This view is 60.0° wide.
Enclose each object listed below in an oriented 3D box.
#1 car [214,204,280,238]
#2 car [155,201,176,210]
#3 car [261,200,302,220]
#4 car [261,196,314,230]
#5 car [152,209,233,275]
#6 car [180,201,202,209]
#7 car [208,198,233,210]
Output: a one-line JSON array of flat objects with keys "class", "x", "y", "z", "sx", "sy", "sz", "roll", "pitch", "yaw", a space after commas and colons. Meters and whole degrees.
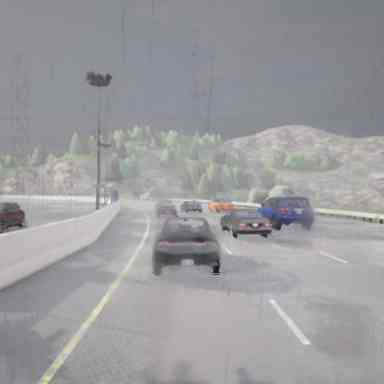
[{"class": "car", "x": 2.786, "y": 1.624, "z": 18.280, "sx": 2.033, "sy": 1.411, "sz": 5.357, "roll": 0, "pitch": 0, "yaw": -5}, {"class": "car", "x": -2.556, "y": 1.639, "z": 32.305, "sx": 1.812, "sy": 1.442, "sz": 4.674, "roll": 0, "pitch": 0, "yaw": -9}, {"class": "car", "x": 8.257, "y": 1.616, "z": 31.143, "sx": 1.882, "sy": 1.535, "sz": 5.008, "roll": 0, "pitch": 0, "yaw": -8}, {"class": "car", "x": 5.944, "y": 1.313, "z": 21.850, "sx": 2.150, "sy": 2.045, "sz": 5.566, "roll": 0, "pitch": -1, "yaw": -6}, {"class": "car", "x": -0.220, "y": 1.531, "z": 10.639, "sx": 2.128, "sy": 1.511, "sz": 4.902, "roll": 0, "pitch": 0, "yaw": -3}, {"class": "car", "x": -0.137, "y": 1.691, "z": 38.643, "sx": 2.033, "sy": 1.411, "sz": 5.357, "roll": 0, "pitch": 0, "yaw": -11}, {"class": "car", "x": 3.351, "y": 1.506, "z": 38.812, "sx": 2.097, "sy": 1.767, "sz": 4.553, "roll": 0, "pitch": 0, "yaw": -11}]
